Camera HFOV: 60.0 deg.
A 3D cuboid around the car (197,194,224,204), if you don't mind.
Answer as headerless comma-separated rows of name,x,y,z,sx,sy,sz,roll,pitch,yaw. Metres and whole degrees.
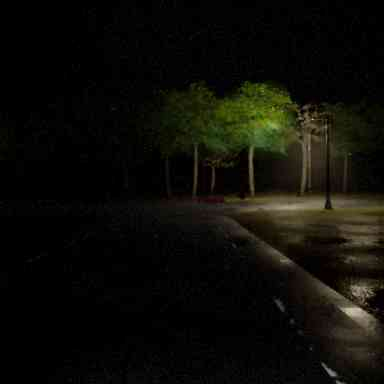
car,2.759,1.082,49.784,4.181,1.385,1.994,-1,3,-1
